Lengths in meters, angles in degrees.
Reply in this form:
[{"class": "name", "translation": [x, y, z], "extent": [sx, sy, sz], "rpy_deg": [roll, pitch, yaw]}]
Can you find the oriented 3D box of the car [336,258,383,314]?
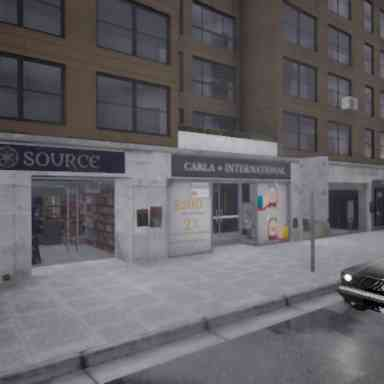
[{"class": "car", "translation": [4.927, 1.593, 6.526], "extent": [4.718, 1.301, 1.895], "rpy_deg": [0, 0, -35]}]
